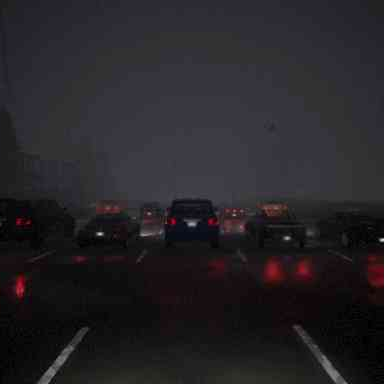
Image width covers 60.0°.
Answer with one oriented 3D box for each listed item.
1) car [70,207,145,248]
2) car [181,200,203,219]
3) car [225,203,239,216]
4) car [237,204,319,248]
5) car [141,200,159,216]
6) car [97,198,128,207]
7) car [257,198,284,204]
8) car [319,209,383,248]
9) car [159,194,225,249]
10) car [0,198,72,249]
[{"bbox_3d":[-3.500,1.569,14.650,1.994,1.385,4.181,0,0,0],"label":"car"},{"bbox_3d":[0.000,1.530,29.650,1.812,1.442,4.674,0,0,0],"label":"car"},{"bbox_3d":[3.500,1.614,29.680,1.895,1.301,4.718,0,0,0],"label":"car"},{"bbox_3d":[3.500,1.492,14.650,2.128,1.511,4.902,0,0,0],"label":"car"},{"bbox_3d":[-3.500,1.514,29.650,1.837,1.490,4.892,0,0,0],"label":"car"},{"bbox_3d":[-7.000,1.363,29.620,2.097,1.767,4.553,0,0,0],"label":"car"},{"bbox_3d":[7.000,1.364,29.620,2.097,1.767,4.553,0,0,0],"label":"car"},{"bbox_3d":[7.000,1.514,14.650,1.837,1.490,4.892,0,0,0],"label":"car"},{"bbox_3d":[0.000,1.255,14.680,2.150,2.045,5.566,0,0,0],"label":"car"},{"bbox_3d":[-7.000,1.255,14.680,2.150,2.045,5.566,0,0,0],"label":"car"}]
